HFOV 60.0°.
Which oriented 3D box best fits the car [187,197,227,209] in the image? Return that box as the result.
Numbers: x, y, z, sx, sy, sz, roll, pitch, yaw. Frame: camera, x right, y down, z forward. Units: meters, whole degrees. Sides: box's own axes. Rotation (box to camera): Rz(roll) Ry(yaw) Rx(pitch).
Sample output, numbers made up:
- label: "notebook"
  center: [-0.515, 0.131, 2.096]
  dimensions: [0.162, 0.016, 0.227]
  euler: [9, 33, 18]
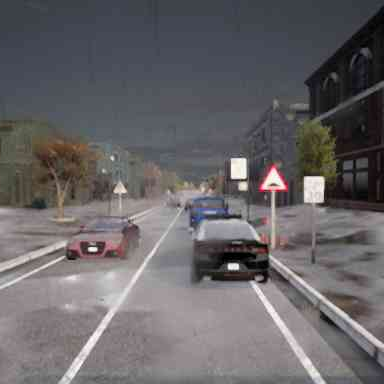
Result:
- label: "car"
  center: [0.926, 1.320, 19.790]
  dimensions: [2.150, 2.045, 5.566]
  euler: [0, 0, 0]

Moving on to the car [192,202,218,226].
- label: "car"
  center: [0.934, 1.597, 25.950]
  dimensions: [1.801, 1.575, 5.366]
  euler: [0, 0, 0]

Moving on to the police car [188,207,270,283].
- label: "police car"
  center: [0.912, 1.448, 9.868]
  dimensions: [1.930, 1.638, 5.238]
  euler: [0, 0, 0]

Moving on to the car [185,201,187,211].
- label: "car"
  center: [0.090, 1.625, 45.948]
  dimensions: [2.097, 1.767, 4.553]
  euler: [0, 0, 1]

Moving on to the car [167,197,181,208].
- label: "car"
  center: [-3.001, 1.667, 55.035]
  dimensions: [2.097, 1.767, 4.553]
  euler: [0, 0, 0]

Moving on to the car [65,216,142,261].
- label: "car"
  center: [-3.083, 1.604, 12.323]
  dimensions: [1.994, 1.385, 4.181]
  euler: [0, 0, 0]

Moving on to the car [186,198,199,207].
- label: "car"
  center: [0.080, 1.875, 58.353]
  dimensions: [2.033, 1.411, 5.357]
  euler: [0, 0, 0]
